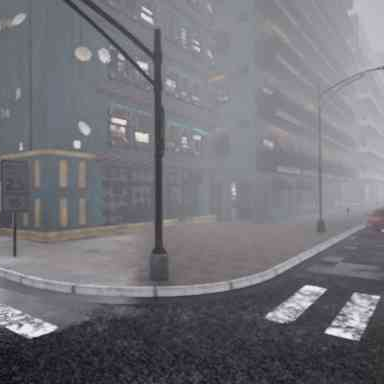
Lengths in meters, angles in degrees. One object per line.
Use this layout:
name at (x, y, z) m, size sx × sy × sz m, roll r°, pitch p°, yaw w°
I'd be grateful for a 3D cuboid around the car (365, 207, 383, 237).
car at (9.808, 1.441, 16.491) m, size 1.887 × 1.381 × 4.507 m, roll 0°, pitch 0°, yaw 36°
